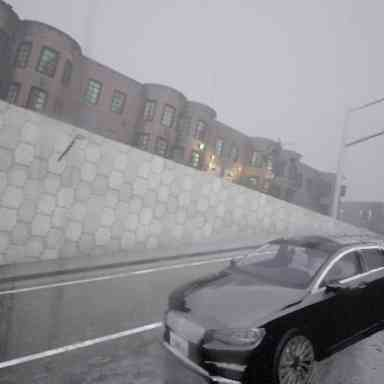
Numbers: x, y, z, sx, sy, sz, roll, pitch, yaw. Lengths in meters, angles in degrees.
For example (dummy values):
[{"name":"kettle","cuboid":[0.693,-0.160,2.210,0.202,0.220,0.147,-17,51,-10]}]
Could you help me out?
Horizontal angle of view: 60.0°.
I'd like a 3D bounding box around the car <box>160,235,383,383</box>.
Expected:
[{"name":"car","cuboid":[1.851,1.501,5.270,4.902,1.511,2.128,0,0,-35]}]
